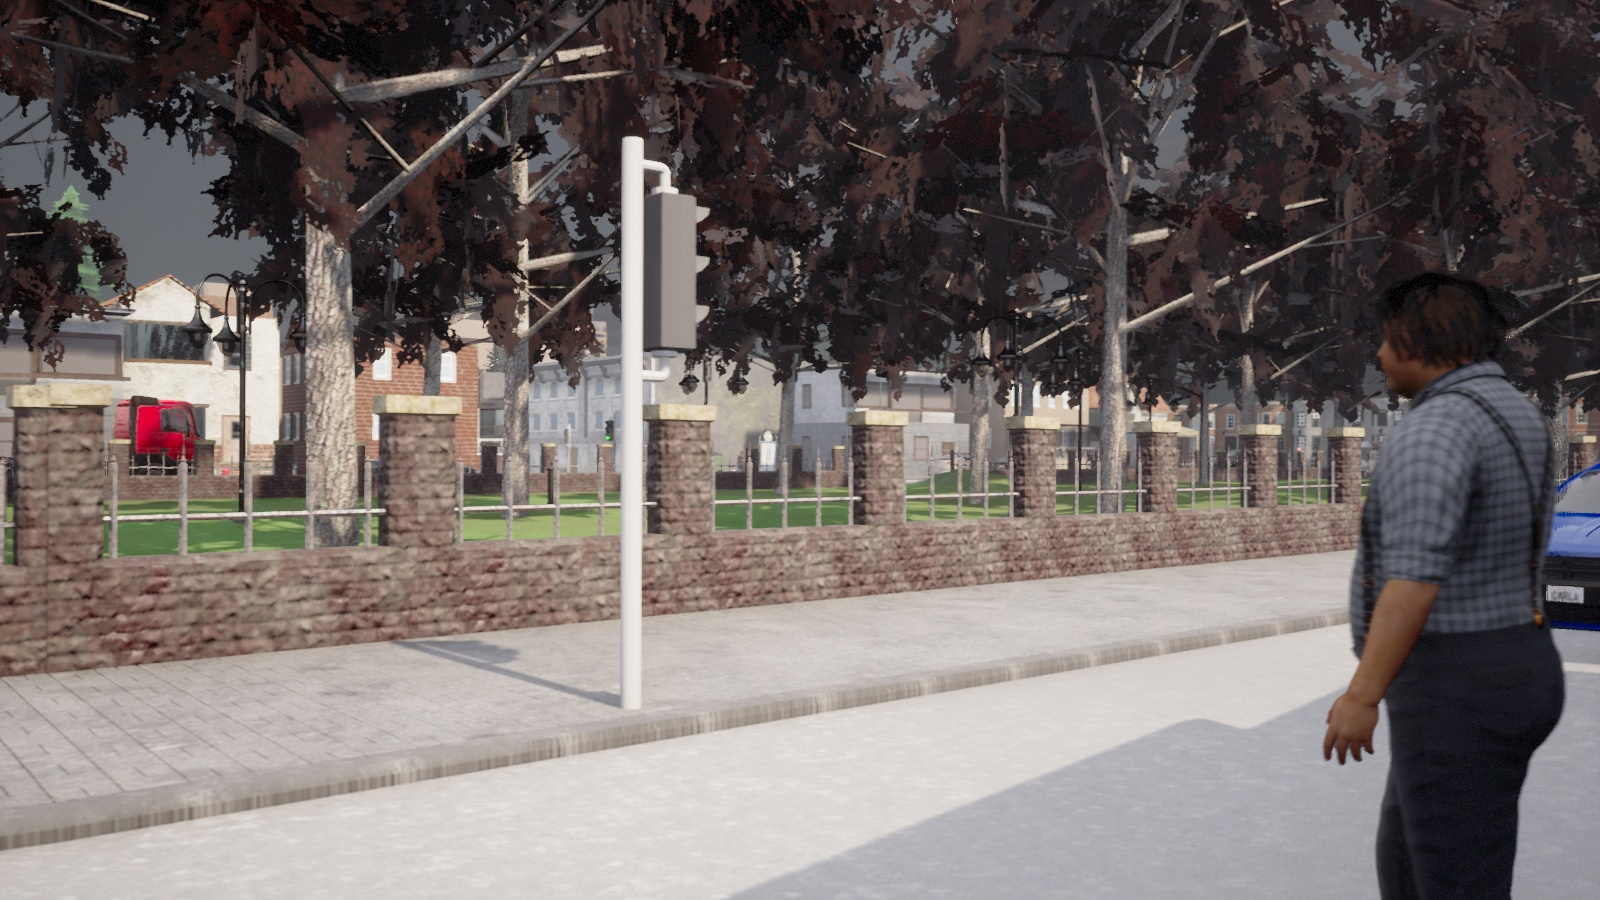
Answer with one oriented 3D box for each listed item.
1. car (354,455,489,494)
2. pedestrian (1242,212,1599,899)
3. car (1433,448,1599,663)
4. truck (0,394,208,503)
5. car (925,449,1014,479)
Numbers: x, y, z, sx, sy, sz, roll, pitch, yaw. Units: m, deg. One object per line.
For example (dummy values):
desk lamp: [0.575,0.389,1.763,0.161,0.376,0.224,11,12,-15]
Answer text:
car: [-15.221,0.960,50.672,4.892,1.490,1.837,0,0,-42]
pedestrian: [1.395,0.507,2.647,0.540,1.848,0.694,0,0,-40]
car: [7.519,0.759,10.721,5.008,1.535,1.882,0,0,-39]
truck: [-24.744,-0.053,42.580,7.936,3.462,2.891,0,0,-44]
car: [9.664,0.796,71.377,5.027,1.651,2.152,0,0,-40]
